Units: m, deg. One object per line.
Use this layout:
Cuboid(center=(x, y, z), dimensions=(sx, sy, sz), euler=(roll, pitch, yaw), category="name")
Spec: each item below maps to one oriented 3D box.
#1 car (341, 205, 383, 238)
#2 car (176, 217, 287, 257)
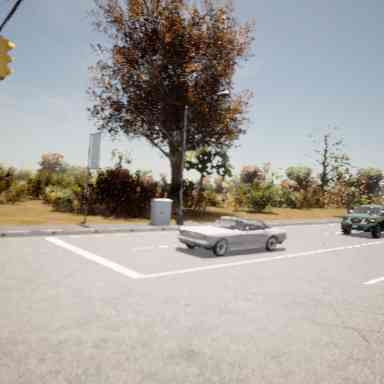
Cuboid(center=(12.389, 1.927, 22.887), dimensions=(5.566, 2.045, 2.150), euler=(3, 0, -42), category="car")
Cuboid(center=(1.705, 1.696, 13.520), dimensions=(4.718, 1.301, 1.895), euler=(3, 0, -39), category="car")
